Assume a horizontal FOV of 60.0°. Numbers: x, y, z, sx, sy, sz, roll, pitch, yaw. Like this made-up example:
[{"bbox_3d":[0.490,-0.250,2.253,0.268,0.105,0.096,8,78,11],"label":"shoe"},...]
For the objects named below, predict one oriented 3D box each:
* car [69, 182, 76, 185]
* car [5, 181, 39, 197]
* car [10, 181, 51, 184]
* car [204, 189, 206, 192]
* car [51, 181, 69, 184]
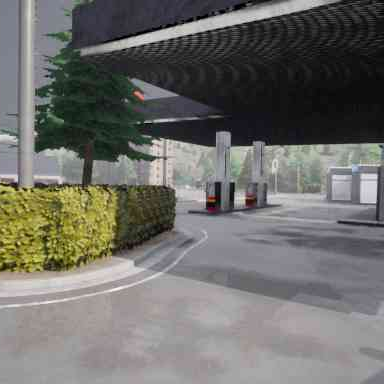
[{"bbox_3d":[-25.437,-1.281,68.059,4.605,1.855,1.932,2,2,35],"label":"car"},{"bbox_3d":[-21.759,-0.462,42.420,4.605,1.855,1.932,2,2,35],"label":"car"},{"bbox_3d":[-17.226,-0.176,35.203,3.866,1.878,1.905,2,2,35],"label":"car"},{"bbox_3d":[4.889,-0.326,65.595,5.027,1.636,2.152,2,2,35],"label":"car"},{"bbox_3d":[-26.774,-1.255,65.447,3.866,1.878,1.905,2,2,35],"label":"car"}]
